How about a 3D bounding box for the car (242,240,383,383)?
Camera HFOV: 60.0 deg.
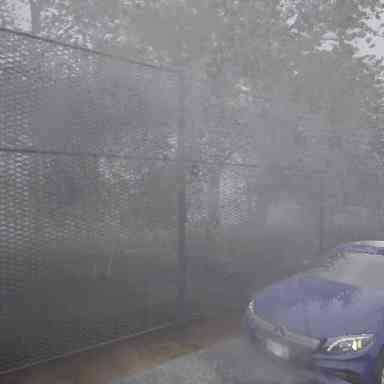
[{"bbox_3d":[2.875,1.538,5.145,4.674,1.442,1.812,0,0,-35],"label":"car"}]
